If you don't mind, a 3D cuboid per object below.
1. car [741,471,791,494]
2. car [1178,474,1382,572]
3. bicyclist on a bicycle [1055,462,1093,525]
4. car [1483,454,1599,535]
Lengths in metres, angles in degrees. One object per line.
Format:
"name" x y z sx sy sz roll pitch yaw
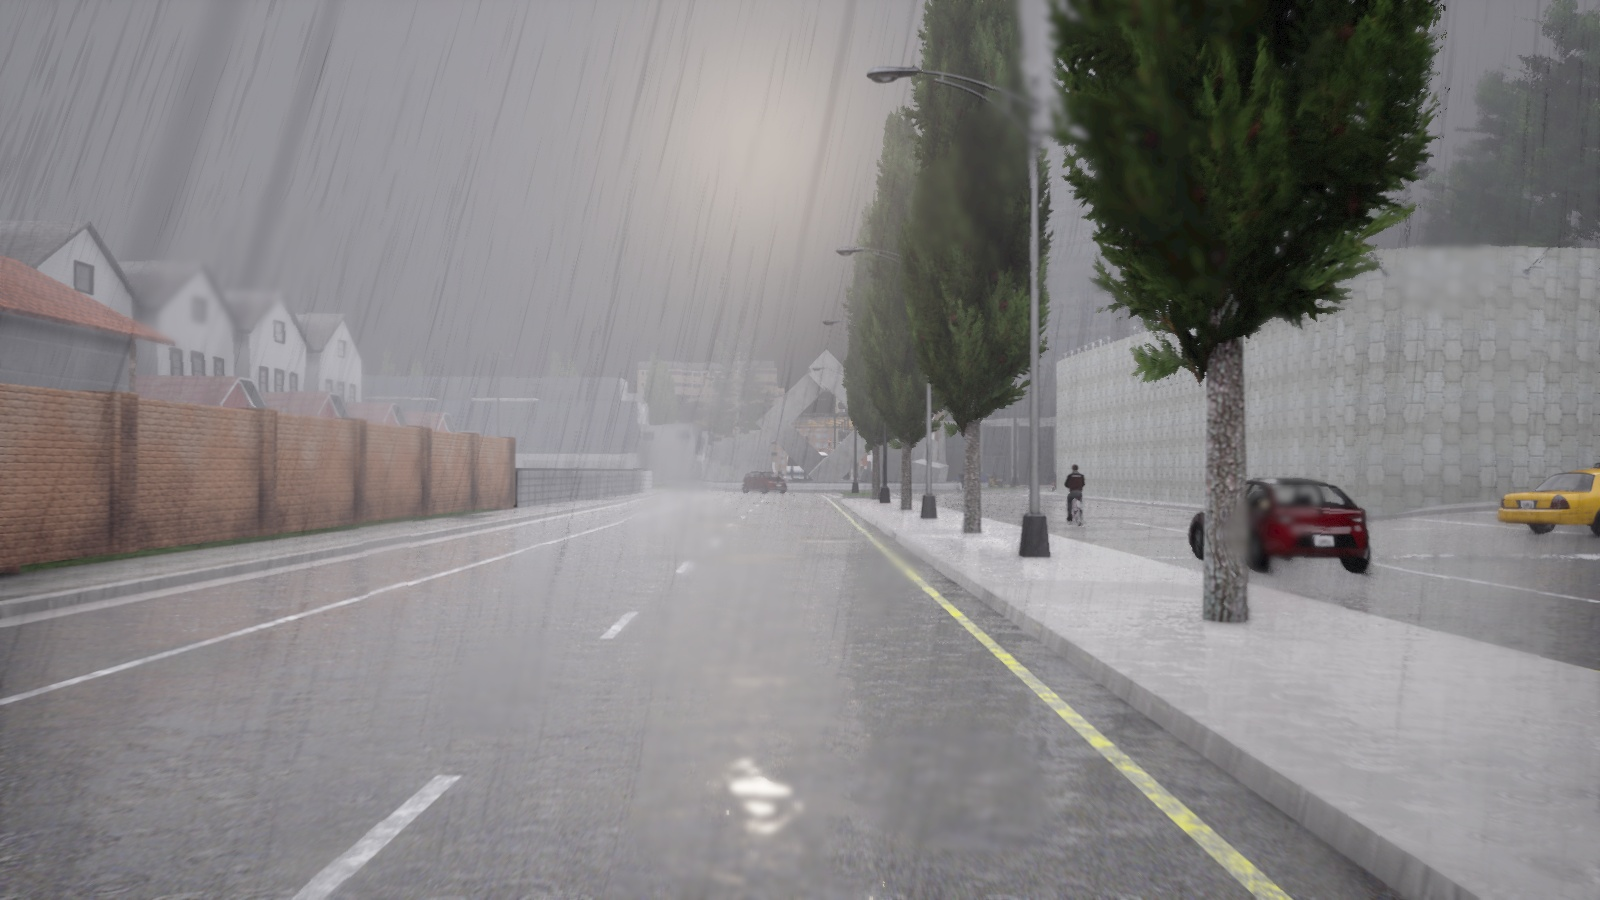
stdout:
"car" -2.365 2.251 86.506 1.789 1.549 3.705 1 -1 -33
"car" 7.949 1.151 21.236 1.816 1.474 4.193 0 -1 0
"bicyclist on a bicycle" 7.909 1.240 36.353 0.659 1.776 1.843 -1 -1 0
"car" 18.153 0.887 27.996 5.366 1.575 1.801 -3 -1 -17
